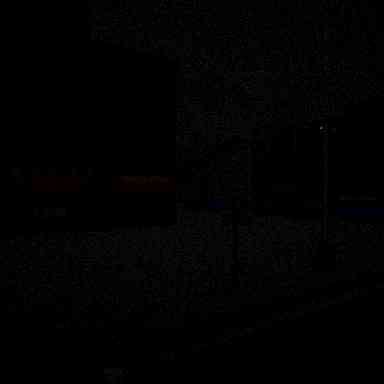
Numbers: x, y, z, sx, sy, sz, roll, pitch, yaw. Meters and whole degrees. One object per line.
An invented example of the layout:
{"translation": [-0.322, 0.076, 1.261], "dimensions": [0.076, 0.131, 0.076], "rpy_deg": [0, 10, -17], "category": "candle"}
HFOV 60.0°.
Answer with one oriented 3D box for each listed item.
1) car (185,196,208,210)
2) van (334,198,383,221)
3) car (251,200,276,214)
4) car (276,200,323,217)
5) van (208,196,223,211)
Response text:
{"translation": [1.052, 1.440, 45.208], "dimensions": [2.192, 1.841, 5.009], "rpy_deg": [0, 0, -36], "category": "car"}
{"translation": [13.790, 1.401, 27.394], "dimensions": [1.690, 1.788, 3.998], "rpy_deg": [0, 0, -36], "category": "van"}
{"translation": [7.421, 1.531, 36.302], "dimensions": [1.967, 1.590, 4.097], "rpy_deg": [0, 0, -36], "category": "car"}
{"translation": [10.606, 1.515, 31.847], "dimensions": [1.967, 1.590, 4.097], "rpy_deg": [0, 0, -36], "category": "car"}
{"translation": [4.236, 1.449, 40.756], "dimensions": [1.690, 1.788, 3.998], "rpy_deg": [0, 0, -36], "category": "van"}
